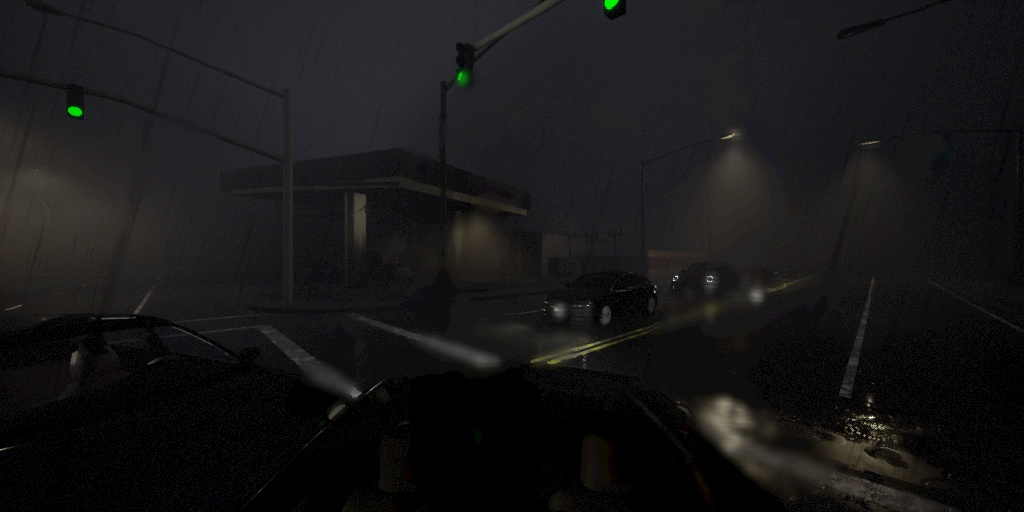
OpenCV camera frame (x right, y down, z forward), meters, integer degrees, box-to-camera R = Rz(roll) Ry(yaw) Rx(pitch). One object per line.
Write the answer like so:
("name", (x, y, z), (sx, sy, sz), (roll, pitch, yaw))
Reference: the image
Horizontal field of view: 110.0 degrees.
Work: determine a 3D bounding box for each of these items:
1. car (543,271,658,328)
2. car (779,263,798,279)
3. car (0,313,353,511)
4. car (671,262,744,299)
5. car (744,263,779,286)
("car", (3.018, 1.255, 11.590), (4.892, 1.490, 1.837), (0, 0, -45))
("car", (24.163, 1.314, 32.149), (4.181, 1.385, 1.994), (0, 0, -44))
("car", (-3.390, 1.242, 2.647), (4.902, 1.511, 2.128), (0, 0, 16))
("car", (9.938, 1.102, 18.353), (4.553, 1.767, 2.097), (0, 0, -44))
("car", (16.947, 1.314, 25.181), (1.994, 1.385, 4.181), (0, 0, 45))
